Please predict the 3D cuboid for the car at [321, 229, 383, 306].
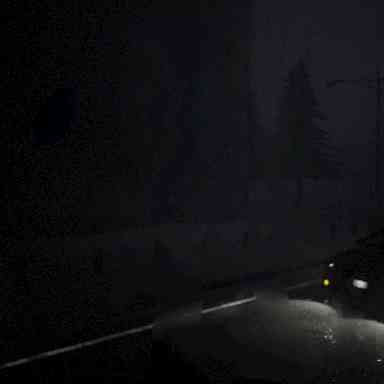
[{"bbox_3d":[4.772,1.522,7.338,4.181,1.385,1.994,0,0,-35],"label":"car"}]
